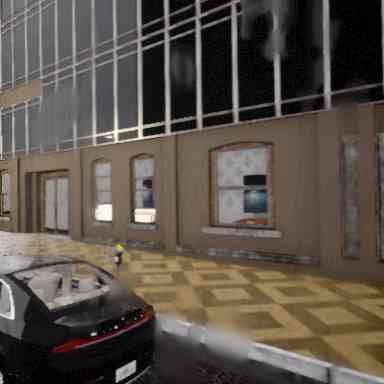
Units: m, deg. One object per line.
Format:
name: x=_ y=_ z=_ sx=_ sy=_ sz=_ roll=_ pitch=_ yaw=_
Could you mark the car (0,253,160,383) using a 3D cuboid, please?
car: x=-2.432 y=1.536 z=4.578 sx=4.403 sy=1.369 sz=2.008 roll=0 pitch=-1 yaw=35
